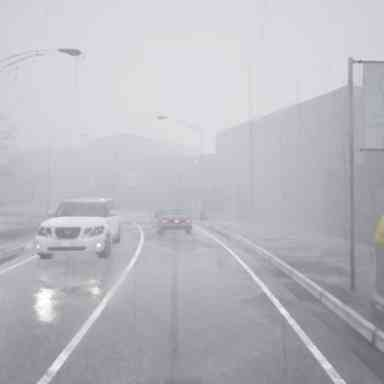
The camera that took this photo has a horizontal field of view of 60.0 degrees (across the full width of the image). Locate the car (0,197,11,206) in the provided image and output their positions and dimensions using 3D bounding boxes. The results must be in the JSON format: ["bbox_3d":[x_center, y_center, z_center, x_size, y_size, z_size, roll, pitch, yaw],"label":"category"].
[{"bbox_3d":[-28.962,1.335,48.639,5.357,1.411,2.033,1,-1,24],"label":"car"}]

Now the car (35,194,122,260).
[{"bbox_3d":[-4.041,1.227,12.818,2.150,2.045,5.566,0,0,-5],"label":"car"}]

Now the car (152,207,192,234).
[{"bbox_3d":[-1.274,1.566,19.519,2.033,1.411,5.357,0,0,-11],"label":"car"}]

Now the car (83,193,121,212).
[{"bbox_3d":[-10.757,1.224,39.463,2.150,2.045,5.566,1,-1,-39],"label":"car"}]
